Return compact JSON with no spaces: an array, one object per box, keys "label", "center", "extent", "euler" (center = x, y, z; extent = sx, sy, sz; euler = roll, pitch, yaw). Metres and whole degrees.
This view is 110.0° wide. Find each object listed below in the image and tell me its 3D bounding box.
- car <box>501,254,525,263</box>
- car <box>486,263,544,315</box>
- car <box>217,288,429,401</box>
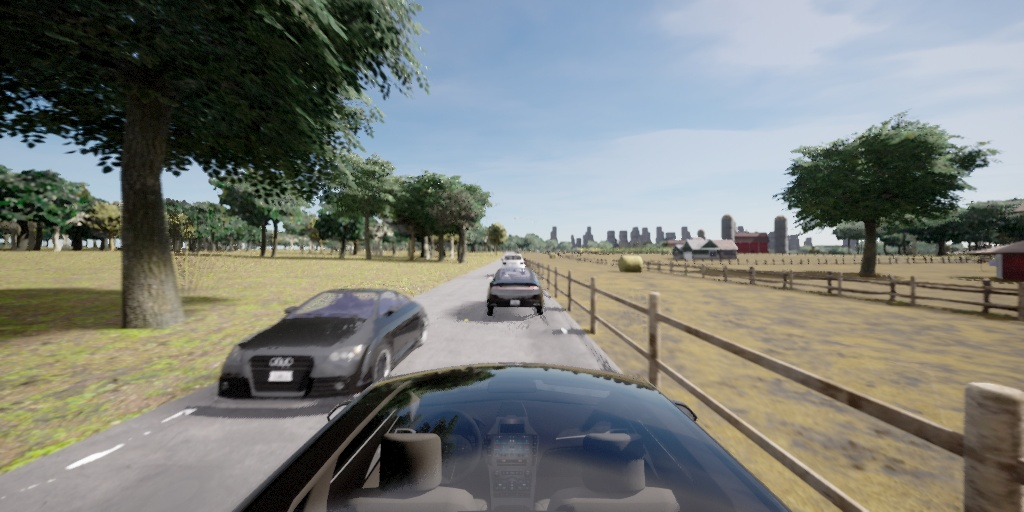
[{"label":"car","center":[0.104,0.809,35.081],"extent":[2.150,2.045,5.566],"euler":[0,0,0]},{"label":"car","center":[0.099,1.175,13.225],"extent":[2.128,1.511,4.902],"euler":[0,0,0]},{"label":"car","center":[-2.850,1.284,6.412],"extent":[1.994,1.385,4.181],"euler":[0,0,0]}]
